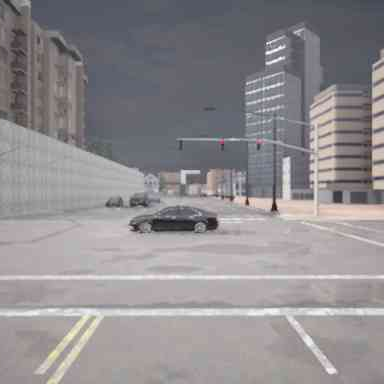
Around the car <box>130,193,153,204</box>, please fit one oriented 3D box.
[{"bbox_3d":[-7.189,1.155,46.084,2.150,2.045,5.566,0,0,-1],"label":"car"}]

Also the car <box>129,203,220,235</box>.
[{"bbox_3d":[-0.948,1.543,18.196,4.892,1.490,1.837,0,0,0],"label":"car"}]

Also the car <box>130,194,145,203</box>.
[{"bbox_3d":[-10.643,1.260,64.920,2.097,1.767,4.553,0,0,0],"label":"car"}]

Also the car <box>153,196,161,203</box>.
[{"bbox_3d":[-7.147,1.435,64.625,1.812,1.442,4.674,0,0,0],"label":"car"}]

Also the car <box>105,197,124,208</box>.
[{"bbox_3d":[-10.678,1.439,46.088,1.837,1.490,4.892,0,0,0],"label":"car"}]
